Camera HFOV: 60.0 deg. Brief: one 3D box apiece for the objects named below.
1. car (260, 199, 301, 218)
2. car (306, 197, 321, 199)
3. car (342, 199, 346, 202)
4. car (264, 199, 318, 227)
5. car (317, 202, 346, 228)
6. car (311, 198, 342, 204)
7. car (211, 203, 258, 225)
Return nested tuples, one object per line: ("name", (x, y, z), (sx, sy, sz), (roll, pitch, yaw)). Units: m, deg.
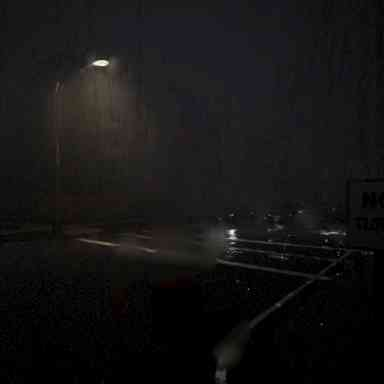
("car", (8.484, 1.475, 31.550), (2.128, 1.511, 4.902), (0, 0, 35))
("car", (14.607, 1.339, 40.272), (2.097, 1.767, 4.553), (0, 0, 35))
("car", (18.610, 1.514, 39.874), (1.812, 1.442, 4.674), (0, 0, 35))
("car", (6.757, 1.480, 22.998), (2.128, 1.511, 4.902), (0, 0, 35))
("car", (9.611, 1.558, 20.972), (1.994, 1.385, 4.181), (0, 0, 35))
("car", (11.879, 1.552, 30.299), (1.994, 1.385, 4.181), (0, 0, 35))
("car", (3.194, 1.510, 24.006), (1.812, 1.442, 4.674), (0, 0, 35))
